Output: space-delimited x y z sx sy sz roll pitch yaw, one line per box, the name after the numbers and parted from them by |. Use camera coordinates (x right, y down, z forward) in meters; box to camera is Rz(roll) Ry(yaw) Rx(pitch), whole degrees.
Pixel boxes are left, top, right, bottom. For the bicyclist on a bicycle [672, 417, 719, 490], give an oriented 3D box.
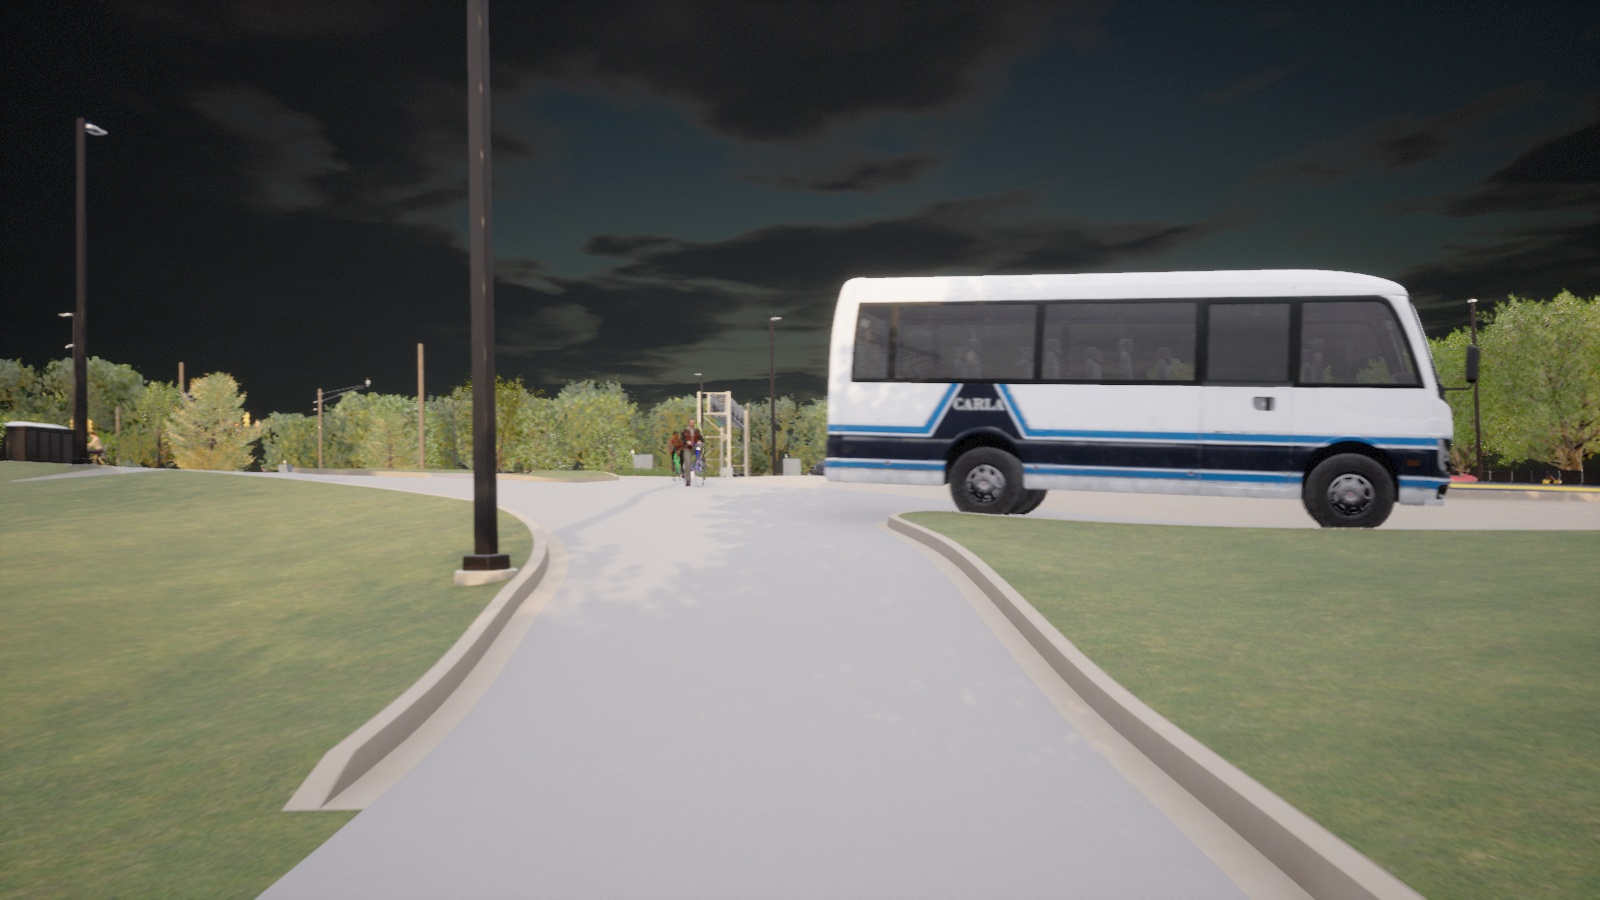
-2.659 0.091 31.731 0.659 1.776 1.843 -1 -1 -21 | bicyclist on a bicycle

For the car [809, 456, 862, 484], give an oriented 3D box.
1.990 1.145 71.675 1.816 1.474 4.193 -1 -1 -17 | car

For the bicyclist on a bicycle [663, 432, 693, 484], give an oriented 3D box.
-3.952 0.244 40.641 0.582 1.620 1.656 -2 0 6 | bicyclist on a bicycle

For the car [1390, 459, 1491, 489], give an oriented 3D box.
35.129 1.325 68.983 4.514 1.525 2.007 1 -1 11 | car

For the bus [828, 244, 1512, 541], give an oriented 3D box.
6.029 -0.897 21.639 10.273 4.253 3.944 1 -1 20 | bus
